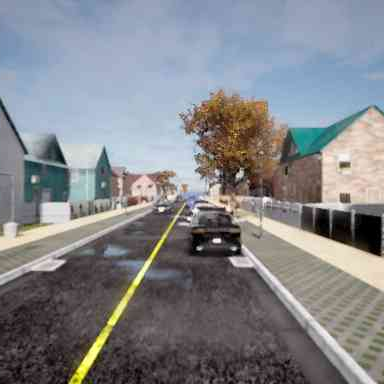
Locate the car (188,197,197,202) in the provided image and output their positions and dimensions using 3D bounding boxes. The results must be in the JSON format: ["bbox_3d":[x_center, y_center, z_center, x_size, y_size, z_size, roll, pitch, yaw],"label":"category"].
[{"bbox_3d":[0.829,1.466,29.454,1.837,1.490,4.892,0,0,0],"label":"car"}]

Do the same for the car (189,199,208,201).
[{"bbox_3d":[0.829,1.493,23.454,1.812,1.442,4.674,0,0,0],"label":"car"}]

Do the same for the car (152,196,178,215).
[{"bbox_3d":[-2.837,1.449,33.357,2.128,1.511,4.902,0,0,0],"label":"car"}]

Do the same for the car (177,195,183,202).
[{"bbox_3d":[-2.738,1.431,74.005,2.097,1.767,4.553,0,0,0],"label":"car"}]

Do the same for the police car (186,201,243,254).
[{"bbox_3d":[0.828,1.403,13.563,1.930,1.638,5.238,0,0,0],"label":"police car"}]

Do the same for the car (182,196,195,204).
[{"bbox_3d":[0.011,1.551,48.781,2.033,1.411,5.357,0,0,0],"label":"car"}]

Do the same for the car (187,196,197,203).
[{"bbox_3d":[0.011,1.515,68.366,1.882,1.535,5.008,0,0,0],"label":"car"}]
